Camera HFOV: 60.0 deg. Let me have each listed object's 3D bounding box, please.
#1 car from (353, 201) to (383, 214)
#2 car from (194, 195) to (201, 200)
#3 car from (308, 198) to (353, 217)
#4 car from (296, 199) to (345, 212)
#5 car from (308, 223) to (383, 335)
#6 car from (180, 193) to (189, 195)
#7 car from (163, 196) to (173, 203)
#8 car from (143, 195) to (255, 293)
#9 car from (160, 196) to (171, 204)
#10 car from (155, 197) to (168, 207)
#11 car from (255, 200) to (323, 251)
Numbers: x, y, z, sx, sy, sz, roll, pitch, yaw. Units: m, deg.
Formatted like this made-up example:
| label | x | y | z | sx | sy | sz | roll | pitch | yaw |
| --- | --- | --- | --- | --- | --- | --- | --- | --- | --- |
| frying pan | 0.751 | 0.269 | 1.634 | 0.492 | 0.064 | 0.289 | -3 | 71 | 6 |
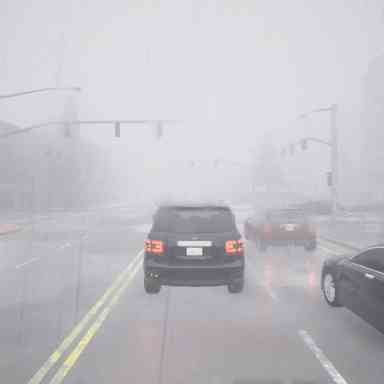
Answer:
| label | x | y | z | sx | sy | sz | roll | pitch | yaw |
| --- | --- | --- | --- | --- | --- | --- | --- | --- | --- |
| car | 18.487 | 1.601 | 34.169 | 4.718 | 1.301 | 1.895 | 0 | 0 | -2 |
| car | 1.467 | 1.552 | 90.364 | 1.994 | 1.385 | 4.181 | 0 | 0 | -1 |
| car | 11.495 | 1.477 | 30.355 | 5.008 | 1.535 | 1.882 | 0 | 0 | 1 |
| car | 14.438 | 1.505 | 37.562 | 4.892 | 1.490 | 1.837 | 0 | 0 | -2 |
| car | 3.607 | 1.505 | 5.081 | 1.837 | 1.490 | 4.892 | 0 | 0 | 0 |
| car | -1.790 | 1.496 | 80.218 | 1.837 | 1.490 | 4.892 | 0 | 0 | -1 |
| car | -5.094 | 1.552 | 72.036 | 1.994 | 1.385 | 4.181 | 0 | 0 | -1 |
| car | 0.054 | 1.221 | 8.984 | 2.150 | 2.045 | 5.566 | 0 | 0 | 0 |
| car | -4.914 | 1.477 | 62.091 | 1.882 | 1.535 | 5.008 | 0 | 0 | -1 |
| car | -4.701 | 1.526 | 51.941 | 1.812 | 1.442 | 4.674 | 0 | 0 | -1 |
| car | 3.535 | 1.352 | 14.162 | 2.097 | 1.767 | 4.553 | 0 | 0 | 0 |
